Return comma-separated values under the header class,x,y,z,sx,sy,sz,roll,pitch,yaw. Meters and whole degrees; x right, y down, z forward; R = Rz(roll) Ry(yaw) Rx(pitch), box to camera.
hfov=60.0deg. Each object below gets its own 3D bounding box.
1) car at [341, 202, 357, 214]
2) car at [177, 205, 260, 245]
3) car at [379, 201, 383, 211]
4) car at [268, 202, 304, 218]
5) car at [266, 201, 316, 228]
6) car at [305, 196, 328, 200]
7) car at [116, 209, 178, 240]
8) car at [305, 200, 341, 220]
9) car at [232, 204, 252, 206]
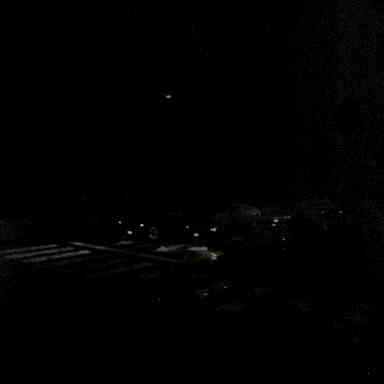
class,x,y,z,sx,sy,sz,roll,pitch,yaw
car,18.477,1.873,39.960,2.033,1.411,5.357,1,0,36
car,1.544,1.599,16.328,1.812,1.442,4.674,1,0,36
car,27.577,1.981,46.855,2.128,1.511,4.902,1,0,36
car,9.294,1.730,32.751,1.994,1.385,4.181,1,0,36
car,6.929,1.644,23.871,2.128,1.511,4.902,1,0,35
car,15.525,1.481,41.415,2.150,2.045,5.566,1,0,36
car,-1.665,1.604,17.433,1.895,1.301,4.718,1,0,35
car,12.293,1.758,31.382,1.812,1.442,4.674,1,0,36
car,3.504,1.605,24.667,1.812,1.442,4.674,1,0,35
